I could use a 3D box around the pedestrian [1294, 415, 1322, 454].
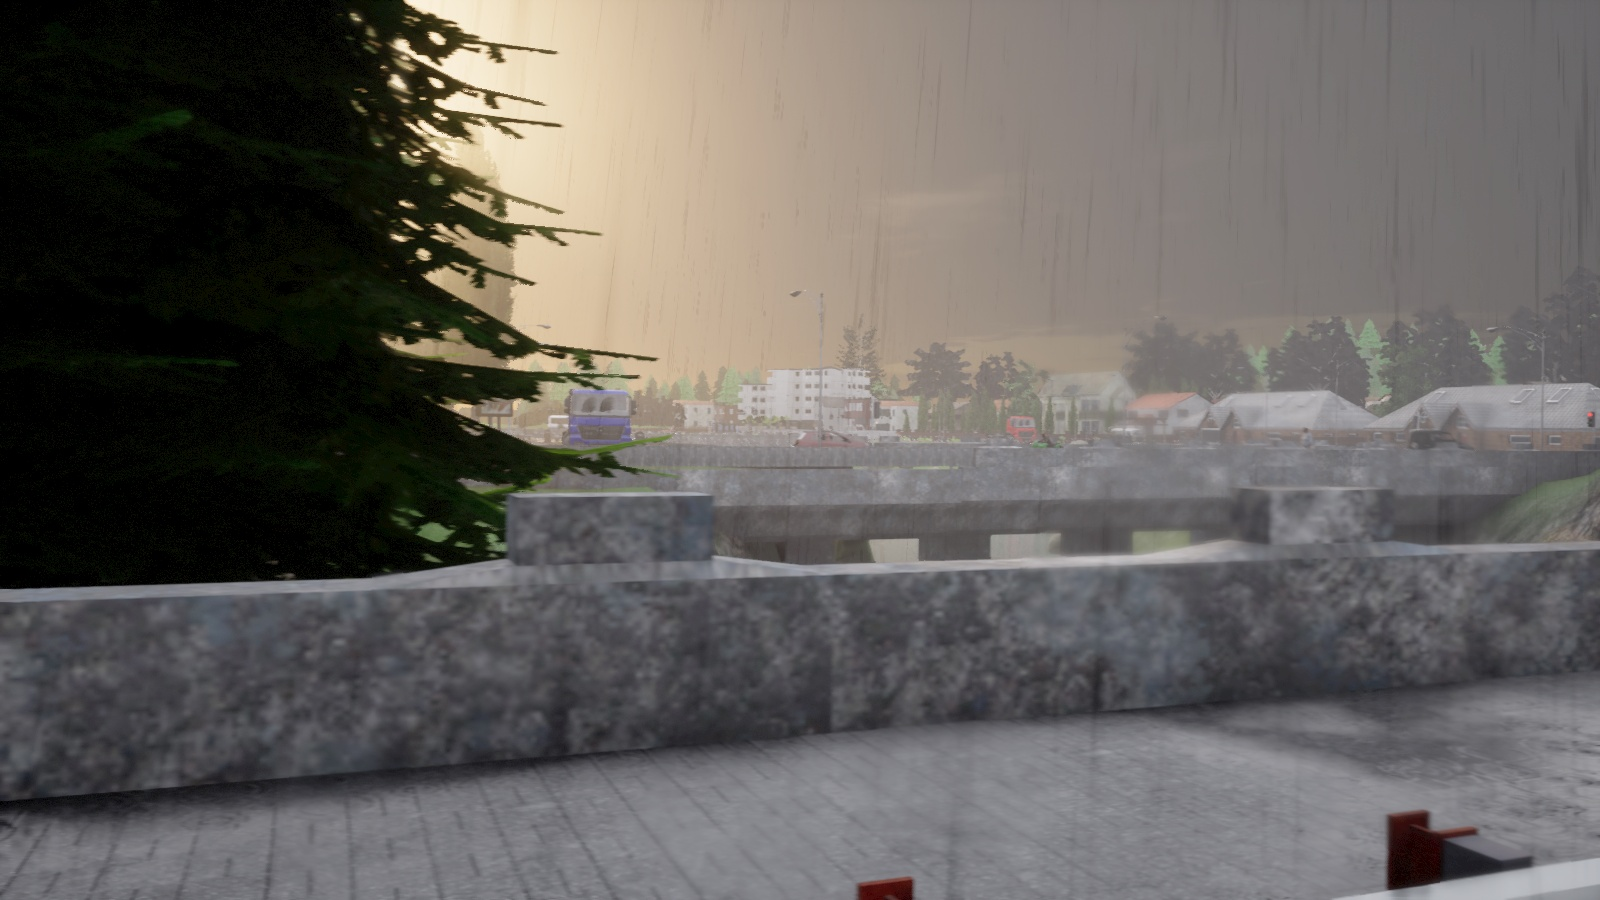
[{"bbox_3d":[24.533,-0.745,60.671,0.900,1.855,0.874,-1,1,-21],"label":"pedestrian"}]

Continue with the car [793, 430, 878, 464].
[{"bbox_3d":[1.602,-0.144,57.701,3.633,1.501,1.845,-1,1,-9],"label":"car"}]

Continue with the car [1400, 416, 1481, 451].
[{"bbox_3d":[35.868,-0.938,70.309,3.866,1.878,1.905,-1,1,-21],"label":"car"}]

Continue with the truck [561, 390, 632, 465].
[{"bbox_3d":[-10.190,-1.089,62.296,2.891,3.462,7.936,0,1,-13],"label":"truck"}]
